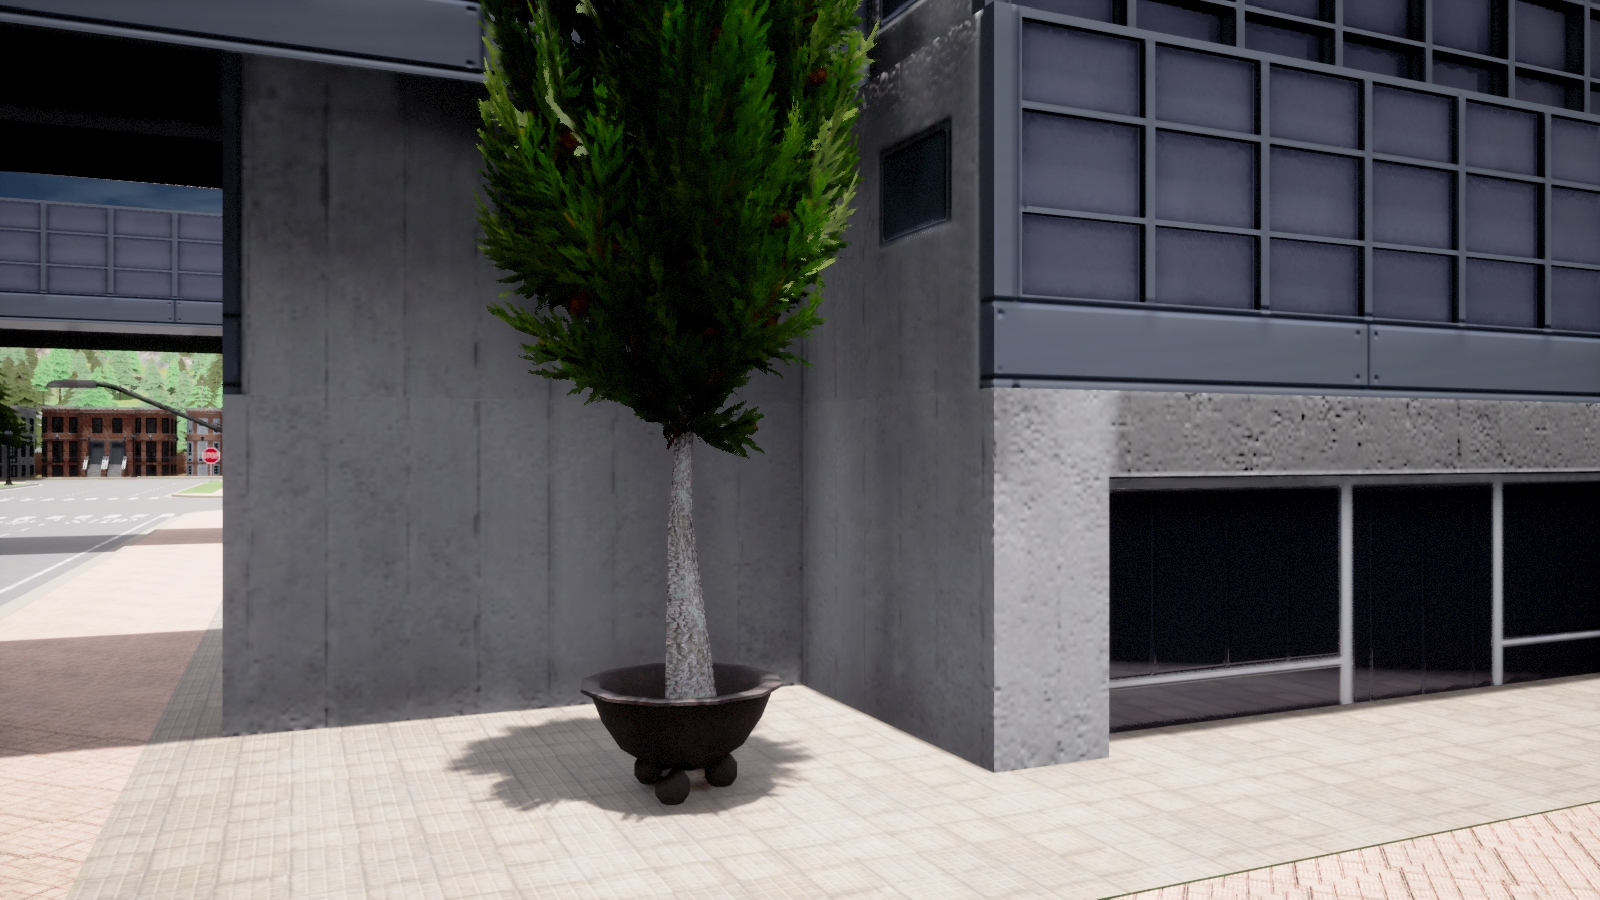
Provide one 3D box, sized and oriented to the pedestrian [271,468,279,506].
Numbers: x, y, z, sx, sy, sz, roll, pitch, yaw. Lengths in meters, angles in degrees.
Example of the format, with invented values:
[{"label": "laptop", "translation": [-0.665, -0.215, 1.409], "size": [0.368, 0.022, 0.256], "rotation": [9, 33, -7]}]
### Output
[{"label": "pedestrian", "translation": [-26.344, 1.849, 57.347], "size": [0.375, 1.860, 0.375], "rotation": [0, 0, -24]}]
